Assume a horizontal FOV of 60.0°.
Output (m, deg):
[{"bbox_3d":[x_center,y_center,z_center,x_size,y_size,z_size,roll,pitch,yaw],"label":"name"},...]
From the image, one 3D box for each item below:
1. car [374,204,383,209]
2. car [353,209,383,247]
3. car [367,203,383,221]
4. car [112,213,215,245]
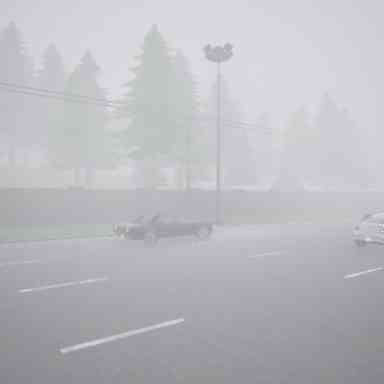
[{"bbox_3d":[12.784,1.670,21.465,4.674,1.442,1.812,0,0,-35],"label":"car"},{"bbox_3d":[8.750,1.623,14.308,4.674,1.442,1.812,0,0,-35],"label":"car"},{"bbox_3d":[17.831,1.747,29.365,5.357,1.411,2.033,0,0,-36],"label":"car"},{"bbox_3d":[-1.202,1.653,15.789,4.718,1.301,1.895,0,0,-36],"label":"car"}]
